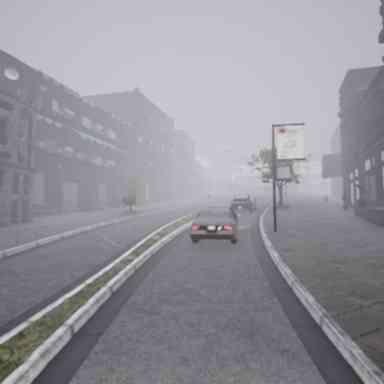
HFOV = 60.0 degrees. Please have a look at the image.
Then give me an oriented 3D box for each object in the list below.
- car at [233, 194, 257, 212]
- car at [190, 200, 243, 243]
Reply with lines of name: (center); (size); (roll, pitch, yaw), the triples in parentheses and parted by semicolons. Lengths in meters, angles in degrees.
car: (4.663, 0.935, 29.860); (1.837, 1.490, 4.892); (-1, 1, 17)
car: (1.108, 1.317, 14.728); (2.033, 1.411, 5.357); (-1, 1, 9)
